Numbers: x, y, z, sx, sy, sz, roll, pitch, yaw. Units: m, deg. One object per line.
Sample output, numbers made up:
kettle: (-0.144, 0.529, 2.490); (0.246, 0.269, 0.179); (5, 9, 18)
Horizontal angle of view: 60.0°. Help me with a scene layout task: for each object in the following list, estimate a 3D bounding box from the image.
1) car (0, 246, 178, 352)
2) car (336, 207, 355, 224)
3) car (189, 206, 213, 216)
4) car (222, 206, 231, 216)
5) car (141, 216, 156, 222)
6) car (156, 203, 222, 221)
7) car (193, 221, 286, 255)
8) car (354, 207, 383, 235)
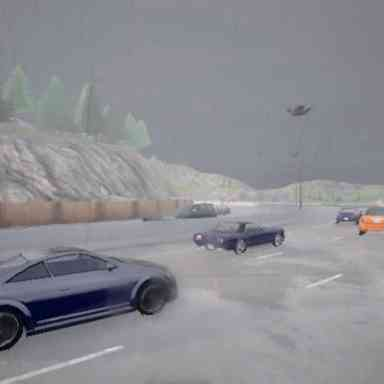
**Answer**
car: (-2.358, 1.788, 6.625); (4.181, 1.385, 1.994); (0, -2, -37)
car: (14.272, 2.122, 30.086); (1.812, 1.442, 4.674); (-2, -2, 33)
car: (1.479, 2.912, 51.296); (2.033, 1.411, 5.357); (-1, -2, 21)
car: (4.553, 2.797, 49.607); (1.812, 1.442, 4.674); (-1, -2, 22)
car: (-2.486, 2.477, 30.843); (1.895, 1.301, 4.718); (-2, -2, 39)
car: (-0.118, 1.992, 28.260); (2.150, 2.045, 5.566); (-2, -2, 40)
car: (2.352, 1.984, 15.263); (4.718, 1.301, 1.895); (1, -2, -44)
car: (12.157, 1.740, 21.097); (2.097, 1.767, 4.553); (-2, -2, 38)
